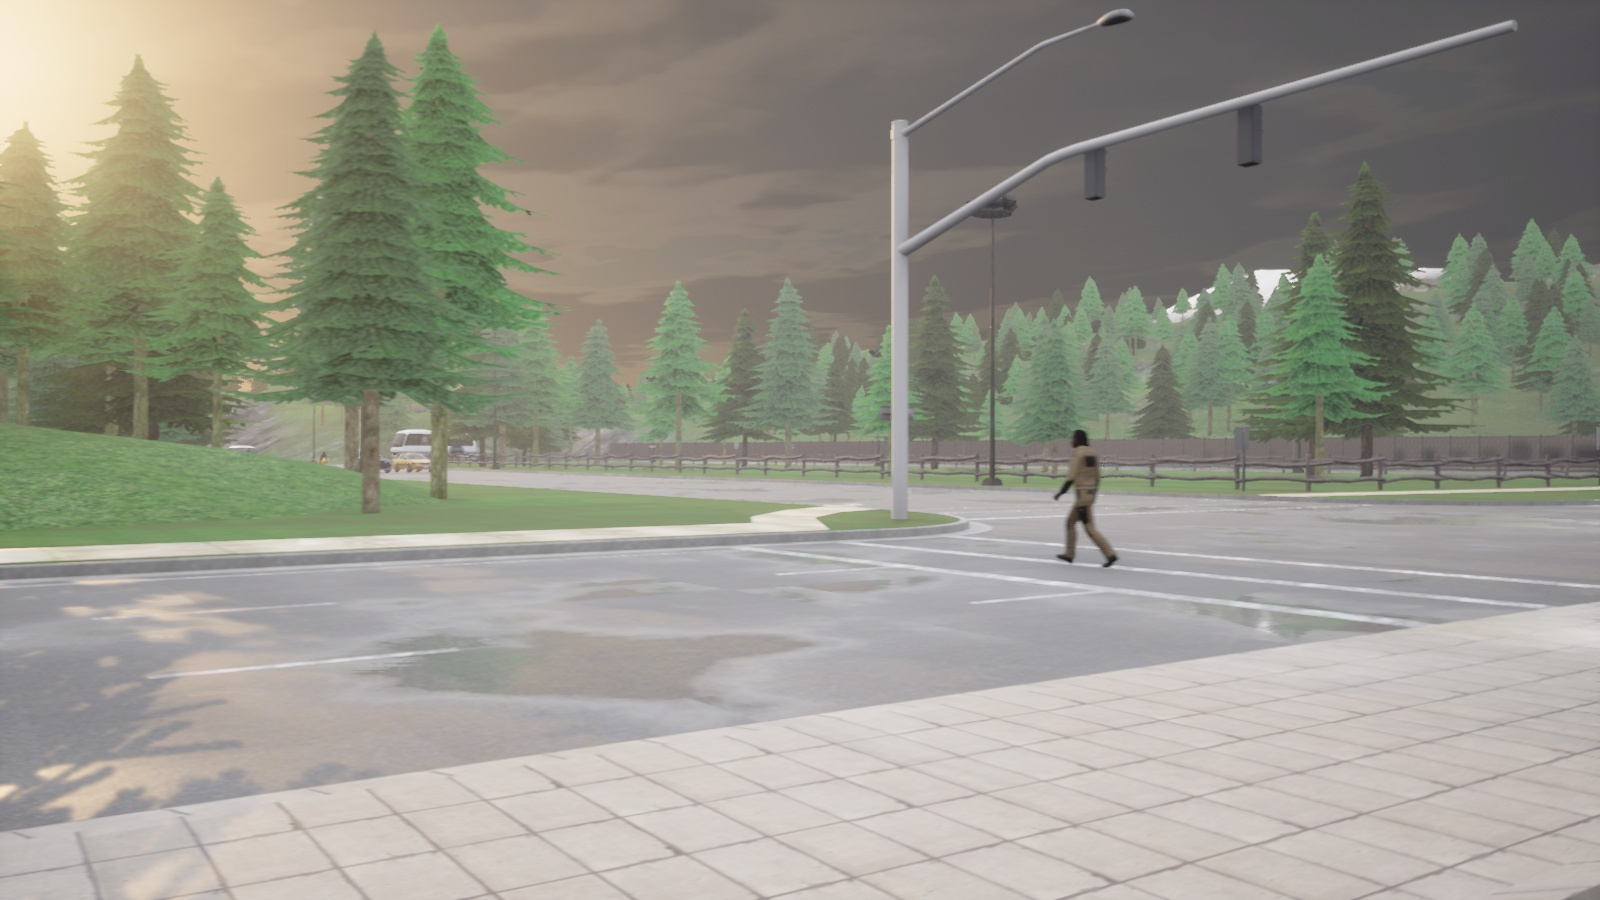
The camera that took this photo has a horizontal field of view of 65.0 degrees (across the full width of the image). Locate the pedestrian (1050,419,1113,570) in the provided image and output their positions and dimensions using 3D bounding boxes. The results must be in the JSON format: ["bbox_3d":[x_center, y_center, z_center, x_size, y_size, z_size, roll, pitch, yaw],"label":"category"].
[{"bbox_3d":[3.663,0.568,16.370,0.692,1.930,0.396,0,0,44],"label":"pedestrian"}]

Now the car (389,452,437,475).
[{"bbox_3d":[-28.136,0.952,91.264,1.801,1.575,5.366,0,0,-34],"label":"car"}]

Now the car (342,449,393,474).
[{"bbox_3d":[-30.495,0.792,88.513,2.152,1.651,5.027,0,0,-34],"label":"car"}]
